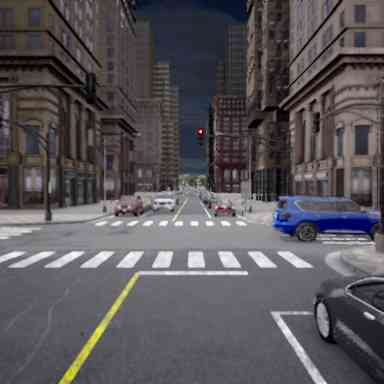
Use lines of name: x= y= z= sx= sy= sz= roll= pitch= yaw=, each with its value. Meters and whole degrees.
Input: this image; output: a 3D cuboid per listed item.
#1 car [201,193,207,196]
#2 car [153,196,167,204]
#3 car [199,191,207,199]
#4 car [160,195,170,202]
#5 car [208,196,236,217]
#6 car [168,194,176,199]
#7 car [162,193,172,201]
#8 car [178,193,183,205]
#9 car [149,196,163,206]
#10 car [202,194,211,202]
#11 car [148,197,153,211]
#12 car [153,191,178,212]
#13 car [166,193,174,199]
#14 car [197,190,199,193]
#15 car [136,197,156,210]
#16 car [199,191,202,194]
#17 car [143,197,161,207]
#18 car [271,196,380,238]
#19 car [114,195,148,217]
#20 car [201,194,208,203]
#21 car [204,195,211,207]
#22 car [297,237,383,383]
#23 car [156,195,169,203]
car: x=2.915 y=1.369 z=58.205 sx=1.802 sy=1.307 sz=4.206 roll=-1 pitch=0 yaw=0
car: x=-5.610 y=1.352 z=58.222 sx=1.947 sy=1.339 sz=4.313 roll=-1 pitch=0 yaw=0
car: x=2.929 y=1.198 z=63.745 sx=1.967 sy=1.590 sz=4.097 roll=-1 pitch=0 yaw=0
car: x=-5.579 y=1.306 z=69.305 sx=1.802 sy=1.307 sz=4.206 roll=-1 pitch=0 yaw=0
car: x=2.835 y=1.348 z=30.502 sx=1.967 sy=1.590 sz=4.097 roll=-1 pitch=0 yaw=0
car: x=-5.515 y=1.124 z=91.469 sx=1.947 sy=1.339 sz=4.313 roll=0 pitch=0 yaw=0
car: x=-5.564 y=1.128 z=74.845 sx=1.967 sy=1.590 sz=4.097 roll=-1 pitch=0 yaw=0
car: x=-2.918 y=1.317 z=53.139 sx=1.837 sy=1.490 sz=4.892 roll=0 pitch=0 yaw=1
car: x=-5.627 y=1.338 z=52.511 sx=1.752 sy=1.417 sz=4.829 roll=-1 pitch=0 yaw=0
car: x=2.947 y=1.250 z=69.455 sx=1.752 sy=1.417 sz=4.829 roll=-1 pitch=0 yaw=0
car: x=-5.674 y=1.411 z=35.889 sx=1.752 sy=1.417 sz=4.829 roll=-1 pitch=0 yaw=0
car: x=-2.991 y=1.103 z=36.428 sx=2.150 sy=2.045 sz=5.566 roll=0 pitch=1 yaw=0
car: x=-5.532 y=1.132 z=85.758 sx=1.752 sy=1.417 sz=4.829 roll=-1 pitch=0 yaw=0
car: x=2.992 y=0.922 z=85.905 sx=2.192 sy=1.841 sz=5.009 roll=-1 pitch=0 yaw=0
car: x=-5.658 y=1.388 z=41.429 sx=1.752 sy=1.417 sz=4.829 roll=-1 pitch=0 yaw=0
car: x=2.961 y=1.130 z=74.825 sx=1.967 sy=1.590 sz=4.097 roll=-1 pitch=0 yaw=0
car: x=-5.642 y=1.404 z=47.140 sx=1.947 sy=1.339 sz=4.313 roll=-1 pitch=0 yaw=0
car: x=6.598 y=1.248 z=15.646 sx=5.566 sy=2.045 sz=2.150 roll=1 pitch=1 yaw=0
car: x=-5.692 y=1.221 z=30.517 sx=2.192 sy=1.841 sz=5.009 roll=-1 pitch=0 yaw=0
car: x=2.899 y=1.380 z=52.664 sx=1.947 sy=1.339 sz=4.313 roll=-1 pitch=0 yaw=0
car: x=2.868 y=1.429 z=41.584 sx=1.947 sy=1.339 sz=4.313 roll=-1 pitch=0 yaw=0
car: x=2.760 y=1.541 z=3.664 sx=2.008 sy=1.369 sz=4.403 roll=-1 pitch=0 yaw=0
car: x=-5.595 y=1.323 z=63.763 sx=1.947 sy=1.339 sz=4.313 roll=-1 pitch=0 yaw=0
